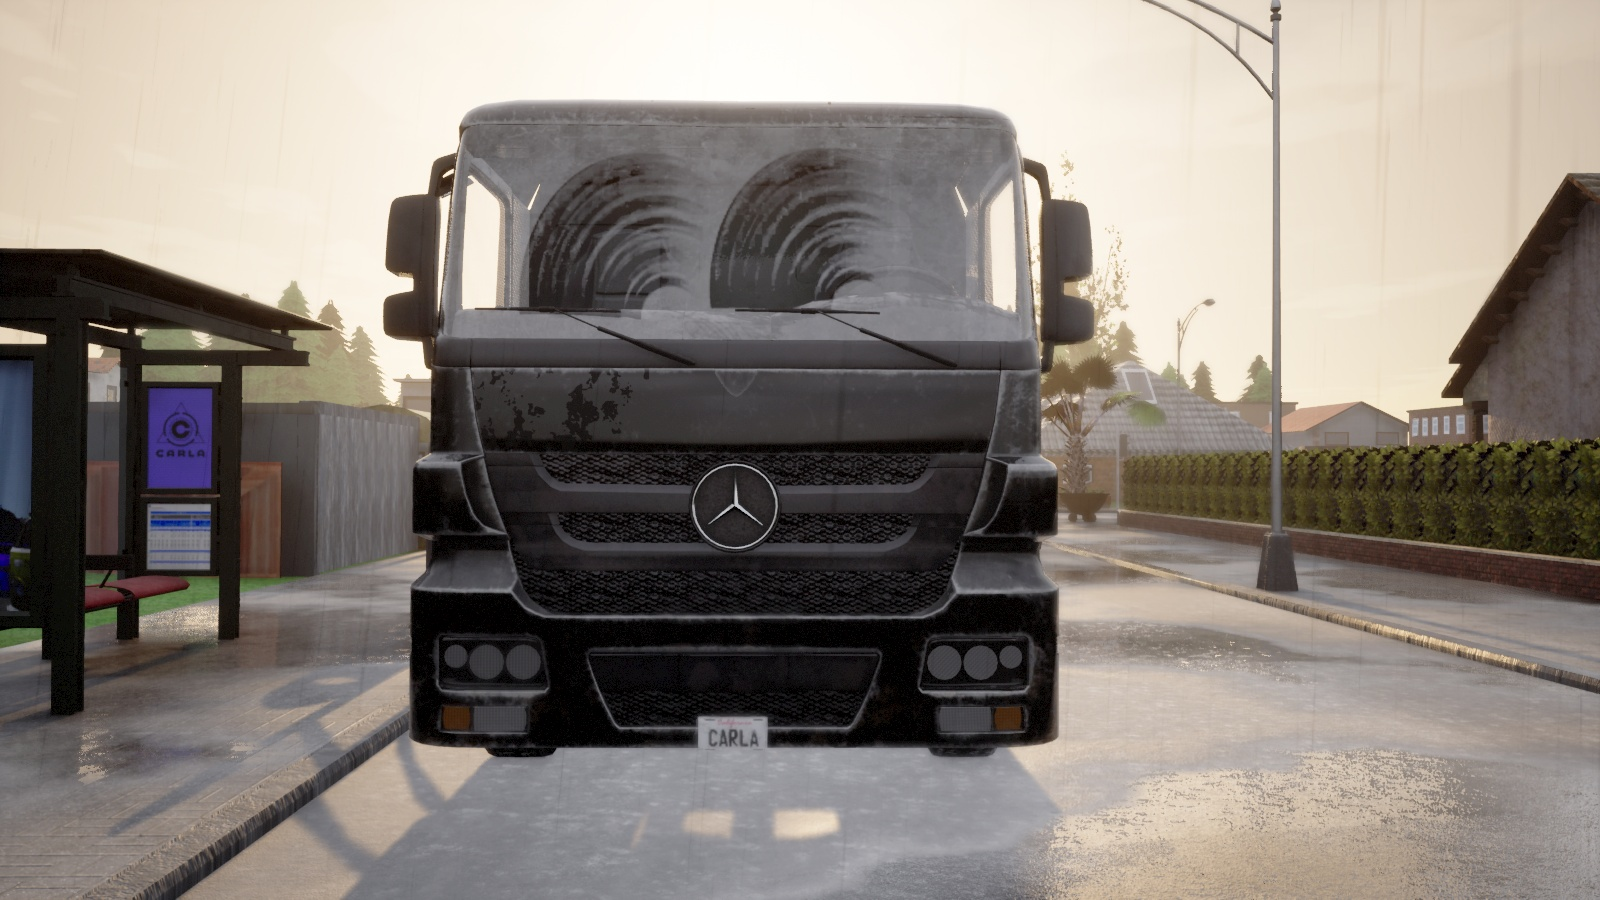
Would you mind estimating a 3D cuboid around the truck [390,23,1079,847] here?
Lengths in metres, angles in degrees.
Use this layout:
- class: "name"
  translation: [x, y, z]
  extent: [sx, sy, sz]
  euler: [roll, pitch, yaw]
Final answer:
- class: "truck"
  translation: [-0.345, -0.011, 9.266]
  extent: [2.891, 3.462, 7.936]
  euler: [0, -1, -1]
